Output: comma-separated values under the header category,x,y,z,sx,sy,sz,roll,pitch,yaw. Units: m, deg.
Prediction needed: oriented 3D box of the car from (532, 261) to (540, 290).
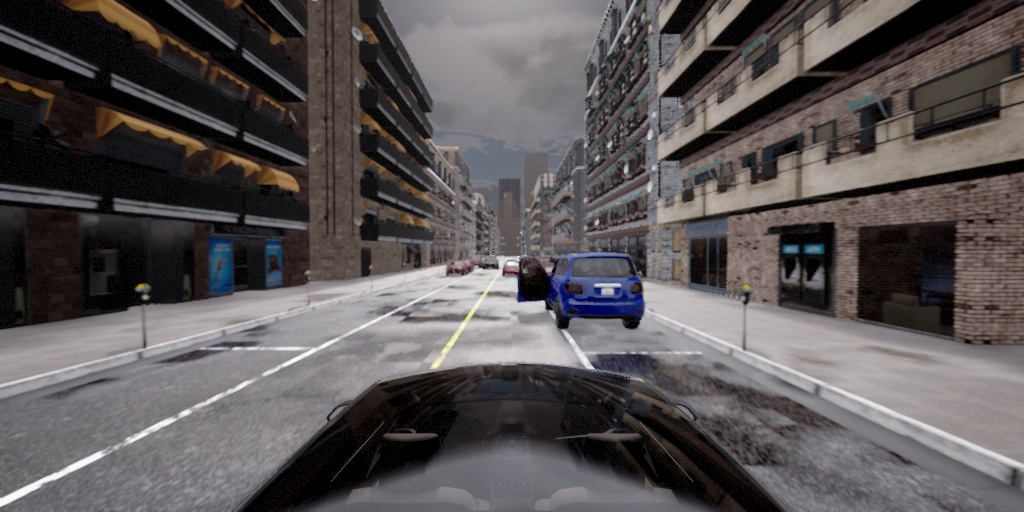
category,x,y,z,sx,sy,sz,roll,pitch,yaw
car,2.560,1.232,23.829,1.802,1.307,4.207,0,0,0

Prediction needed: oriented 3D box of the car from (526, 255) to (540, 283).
category,x,y,z,sx,sy,sz,roll,pitch,yaw
car,2.559,0.939,29.494,2.192,1.841,5.009,0,0,0

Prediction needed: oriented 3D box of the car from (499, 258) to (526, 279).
category,x,y,z,sx,sy,sz,roll,pitch,yaw
car,0.045,1.165,34.777,1.994,1.385,4.181,0,0,0

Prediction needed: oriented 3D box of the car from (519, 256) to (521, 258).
category,x,y,z,sx,sy,sz,roll,pitch,yaw
car,0.024,1.061,49.875,1.812,1.442,4.674,0,0,0

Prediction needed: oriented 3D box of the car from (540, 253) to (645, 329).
category,x,y,z,sx,sy,sz,roll,pitch,yaw
car,2.268,0.928,11.184,2.150,2.045,5.566,0,0,0

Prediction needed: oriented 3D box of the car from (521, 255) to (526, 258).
category,x,y,z,sx,sy,sz,roll,pitch,yaw
car,2.554,0.840,52.150,2.192,1.841,5.009,0,0,0

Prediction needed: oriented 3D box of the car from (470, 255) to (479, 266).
category,x,y,z,sx,sy,sz,roll,pitch,yaw
car,-5.327,0.840,52.213,2.192,1.841,5.009,0,0,0

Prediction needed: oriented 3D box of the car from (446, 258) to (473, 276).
category,x,y,z,sx,sy,sz,roll,pitch,yaw
car,-5.323,1.144,35.259,1.888,1.381,4.507,0,0,0

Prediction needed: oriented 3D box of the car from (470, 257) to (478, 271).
category,x,y,z,sx,sy,sz,roll,pitch,yaw
car,-5.325,1.119,40.911,1.888,1.381,4.507,0,0,0

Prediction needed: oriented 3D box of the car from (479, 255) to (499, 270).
category,x,y,z,sx,sy,sz,roll,pitch,yaw
car,-2.774,0.896,47.697,2.097,1.767,4.553,0,0,0
